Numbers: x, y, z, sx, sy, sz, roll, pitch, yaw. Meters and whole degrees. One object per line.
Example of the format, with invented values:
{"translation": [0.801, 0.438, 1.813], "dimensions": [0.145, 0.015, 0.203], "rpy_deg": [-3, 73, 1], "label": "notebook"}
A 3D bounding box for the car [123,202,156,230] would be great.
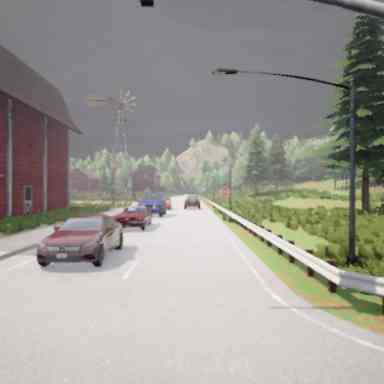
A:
{"translation": [-3.594, 1.556, 20.685], "dimensions": [1.895, 1.301, 4.718], "rpy_deg": [0, 0, 0], "label": "car"}

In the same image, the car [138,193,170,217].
{"translation": [-3.579, 1.153, 30.541], "dimensions": [2.150, 2.045, 5.566], "rpy_deg": [0, 0, 1], "label": "car"}

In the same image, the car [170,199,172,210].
{"translation": [-3.551, 1.260, 40.621], "dimensions": [2.097, 1.767, 4.553], "rpy_deg": [0, 0, 0], "label": "car"}

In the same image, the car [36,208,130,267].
{"translation": [-3.596, 1.502, 11.524], "dimensions": [1.812, 1.442, 4.674], "rpy_deg": [0, 0, 0], "label": "car"}

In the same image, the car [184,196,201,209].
{"translation": [0.064, 1.261, 43.356], "dimensions": [2.097, 1.767, 4.553], "rpy_deg": [0, 0, 0], "label": "car"}
